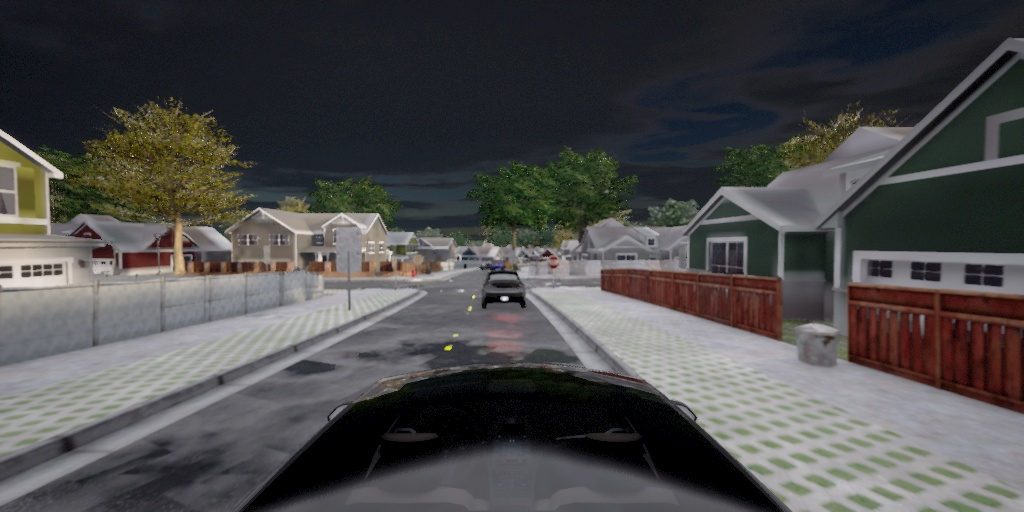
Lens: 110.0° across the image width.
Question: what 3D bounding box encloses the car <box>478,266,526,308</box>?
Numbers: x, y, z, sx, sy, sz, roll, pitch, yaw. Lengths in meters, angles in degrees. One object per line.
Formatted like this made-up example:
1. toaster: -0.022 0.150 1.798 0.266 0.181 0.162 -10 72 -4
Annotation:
1. car: -0.443 1.406 16.252 1.837 1.490 4.892 0 0 -4

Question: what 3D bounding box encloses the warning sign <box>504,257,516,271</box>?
1. warning sign: -0.515 1.427 50.169 1.300 1.860 1.060 0 0 -1
